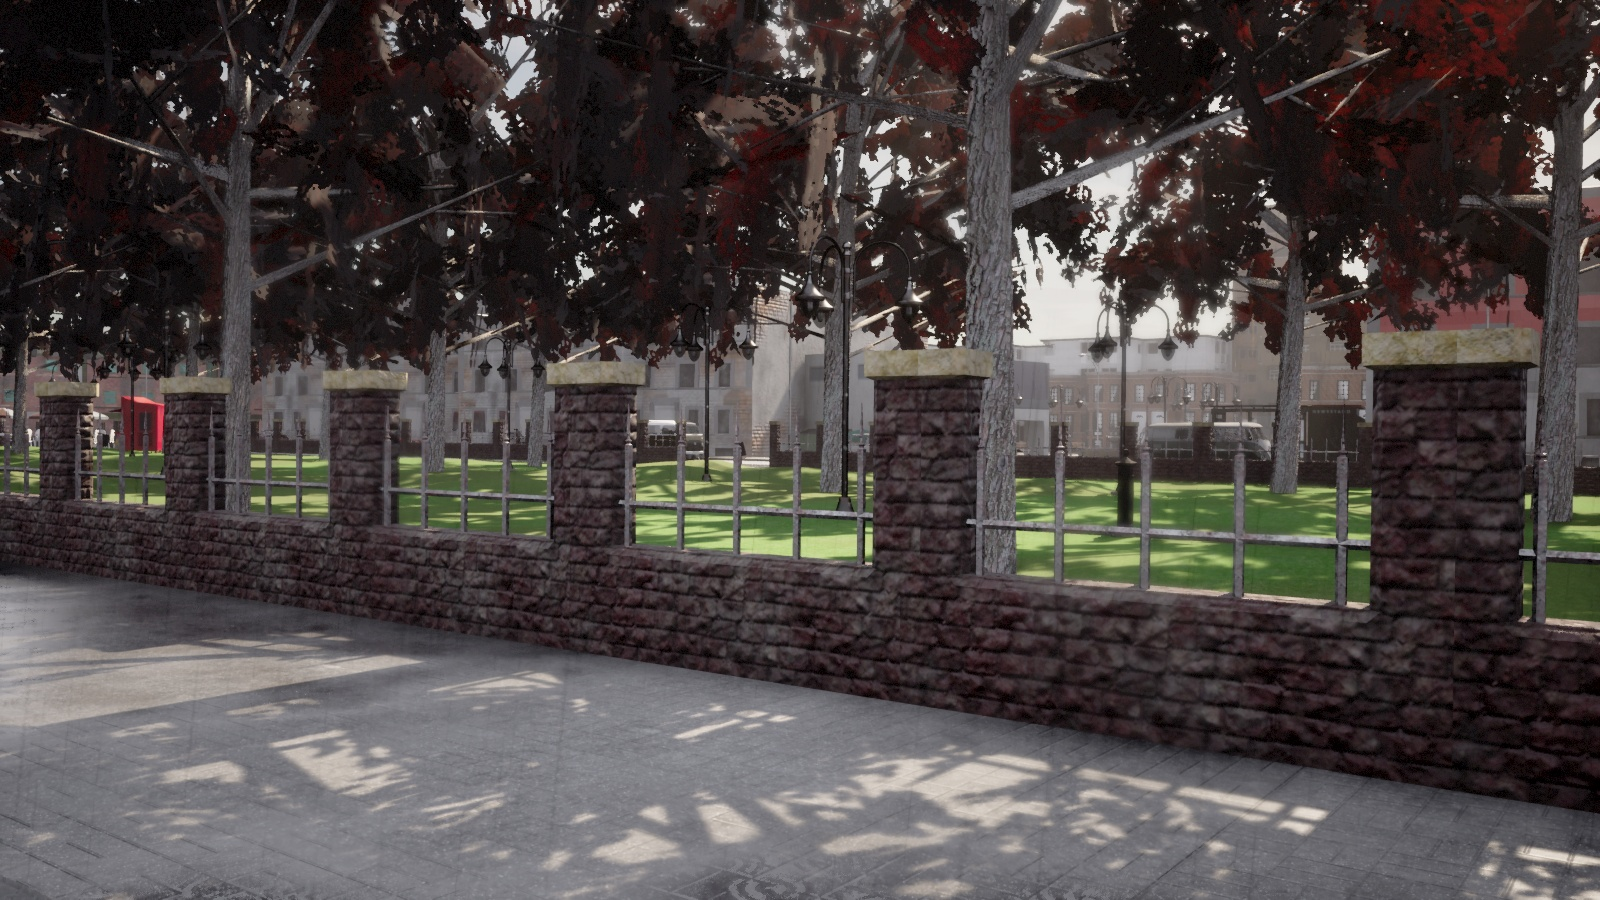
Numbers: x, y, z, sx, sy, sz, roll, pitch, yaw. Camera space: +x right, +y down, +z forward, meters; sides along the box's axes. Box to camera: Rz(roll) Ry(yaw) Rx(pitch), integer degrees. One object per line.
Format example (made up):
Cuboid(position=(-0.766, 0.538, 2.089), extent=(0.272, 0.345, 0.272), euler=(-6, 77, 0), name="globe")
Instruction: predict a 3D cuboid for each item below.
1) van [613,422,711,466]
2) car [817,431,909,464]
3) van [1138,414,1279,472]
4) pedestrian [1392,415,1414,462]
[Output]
Cuboid(position=(-6.678, -0.311, 60.497), extent=(4.480, 2.038, 2.069), euler=(0, 1, 36), name="van")
Cuboid(position=(2.900, -0.127, 58.407), extent=(3.806, 1.475, 1.970), euler=(0, 1, 36), name="car")
Cuboid(position=(14.553, -0.260, 44.835), extent=(4.442, 1.987, 1.775), euler=(0, 1, 36), name="van")
Cuboid(position=(23.734, -0.449, 49.418), extent=(0.720, 1.854, 0.376), euler=(0, 1, 33), name="pedestrian")
